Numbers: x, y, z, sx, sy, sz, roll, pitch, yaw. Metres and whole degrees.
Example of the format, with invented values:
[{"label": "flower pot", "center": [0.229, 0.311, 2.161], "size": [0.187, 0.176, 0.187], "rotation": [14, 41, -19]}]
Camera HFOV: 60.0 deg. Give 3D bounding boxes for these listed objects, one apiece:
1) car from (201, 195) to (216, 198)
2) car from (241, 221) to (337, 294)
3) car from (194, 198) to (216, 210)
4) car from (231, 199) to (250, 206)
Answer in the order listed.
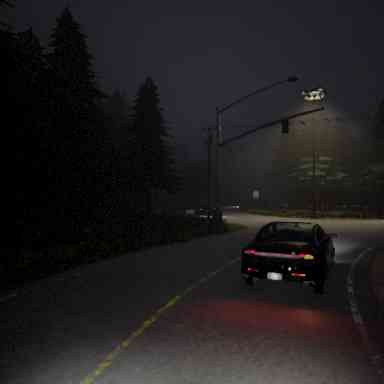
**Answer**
[{"label": "car", "center": [2.255, 1.523, 48.636], "size": [2.150, 2.045, 5.566], "rotation": [0, 0, 19]}, {"label": "car", "center": [2.790, 1.549, 9.103], "size": [2.128, 1.511, 4.902], "rotation": [0, 0, 26]}, {"label": "car", "center": [1.361, 1.740, 36.937], "size": [1.837, 1.490, 4.892], "rotation": [0, 0, -6]}, {"label": "car", "center": [8.835, 1.941, 60.165], "size": [1.994, 1.385, 4.181], "rotation": [0, 0, 38]}]
